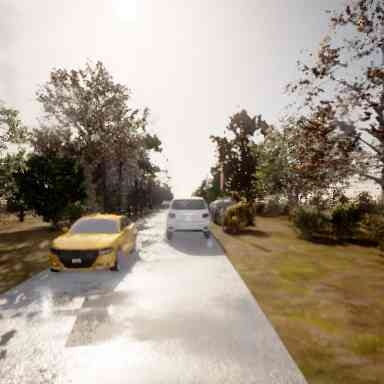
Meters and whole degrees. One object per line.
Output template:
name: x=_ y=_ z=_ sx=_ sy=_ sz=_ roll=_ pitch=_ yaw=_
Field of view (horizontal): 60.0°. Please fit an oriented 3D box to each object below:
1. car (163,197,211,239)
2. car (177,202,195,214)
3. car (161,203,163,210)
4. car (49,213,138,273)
car: x=-0.215 y=1.278 z=17.939 sx=2.150 sy=2.045 sz=5.566 roll=0 pitch=0 yaw=-1
car: x=-0.774 y=1.899 z=40.704 sx=2.033 sy=1.411 sz=5.357 roll=0 pitch=-1 yaw=-1
car: x=-3.980 y=2.143 z=54.229 sx=2.128 sy=1.511 sz=4.902 roll=0 pitch=-1 yaw=-1
car: x=-3.000 y=1.496 z=11.003 sx=1.882 sy=1.535 sz=5.008 roll=0 pitch=0 yaw=-1
